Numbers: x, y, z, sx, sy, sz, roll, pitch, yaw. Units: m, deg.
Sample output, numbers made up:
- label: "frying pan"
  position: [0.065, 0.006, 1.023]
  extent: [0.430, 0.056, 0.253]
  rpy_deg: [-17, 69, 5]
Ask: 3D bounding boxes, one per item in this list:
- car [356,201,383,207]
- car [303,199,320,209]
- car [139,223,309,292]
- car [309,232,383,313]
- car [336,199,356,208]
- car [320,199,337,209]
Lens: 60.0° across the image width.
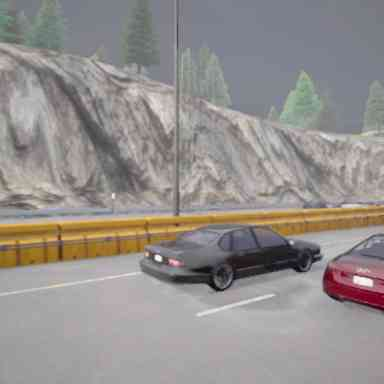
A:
- label: "car"
  position: [19.531, 1.575, 33.666]
  extent: [5.357, 1.411, 2.033]
  rpy_deg: [0, 0, -28]
- label: "car"
  position: [16.679, 1.606, 43.959]
  extent: [4.181, 1.385, 1.994]
  rpy_deg: [0, 0, -28]
- label: "car"
  position: [1.290, 1.557, 9.010]
  extent: [5.357, 1.411, 2.033]
  rpy_deg: [0, 0, -35]
- label: "car"
  position: [4.707, 1.570, 7.146]
  extent: [4.181, 1.385, 1.994]
  rpy_deg: [0, 0, -36]
- label: "car"
  position: [18.856, 1.633, 37.249]
  extent: [4.718, 1.301, 1.895]
  rpy_deg: [0, 0, -28]
- label: "car"
  position: [18.522, 1.563, 41.003]
  extent: [4.674, 1.442, 1.812]
  rpy_deg: [0, 0, -27]
